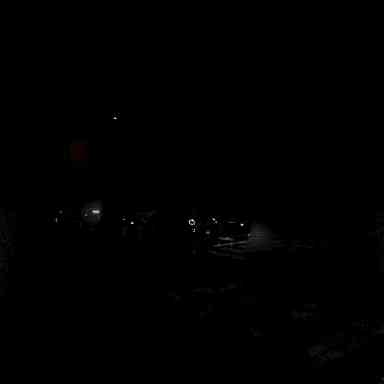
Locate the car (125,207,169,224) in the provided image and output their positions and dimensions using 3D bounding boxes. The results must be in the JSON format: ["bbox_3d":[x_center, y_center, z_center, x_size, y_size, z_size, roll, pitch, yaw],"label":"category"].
[{"bbox_3d":[-4.201,2.082,30.271,1.895,1.301,4.718,0,-1,-36],"label":"car"}]

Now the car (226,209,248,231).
[{"bbox_3d":[1.628,1.801,22.280,1.837,1.490,4.892,0,-1,-36],"label":"car"}]

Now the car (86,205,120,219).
[{"bbox_3d":[-10.422,2.230,38.810,2.033,1.411,5.357,0,-1,-36],"label":"car"}]

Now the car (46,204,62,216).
[{"bbox_3d":[-17.716,2.331,43.350,2.128,1.511,4.902,0,-1,-36],"label":"car"}]

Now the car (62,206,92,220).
[{"bbox_3d":[-11.888,2.214,35.311,1.994,1.385,4.181,0,-1,-36],"label":"car"}]

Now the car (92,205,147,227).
[{"bbox_3d":[-6.052,2.009,27.299,2.033,1.411,5.357,0,-1,-35],"label":"car"}]

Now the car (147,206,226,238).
[{"bbox_3d":[-0.474,1.636,19.644,2.097,1.767,4.553,0,-1,-36],"label":"car"}]
